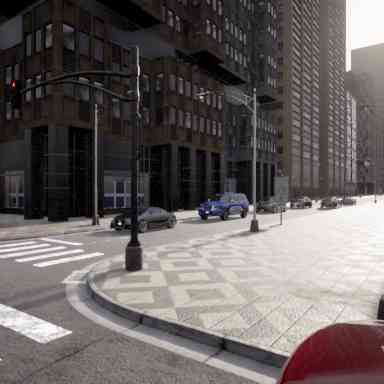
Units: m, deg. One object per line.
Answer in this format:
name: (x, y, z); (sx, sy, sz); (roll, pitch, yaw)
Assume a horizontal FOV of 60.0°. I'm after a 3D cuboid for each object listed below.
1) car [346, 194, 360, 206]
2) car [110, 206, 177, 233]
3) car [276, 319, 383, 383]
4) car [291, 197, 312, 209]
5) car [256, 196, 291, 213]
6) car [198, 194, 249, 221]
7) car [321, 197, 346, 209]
car: (25.010, 1.430, 53.295); (1.994, 1.385, 4.181); (0, 0, 35)
car: (-2.749, 1.525, 19.546); (1.994, 1.385, 4.181); (0, 0, 35)
car: (2.681, 1.315, 1.048); (5.009, 1.841, 2.192); (0, 0, 35)
car: (14.352, 1.386, 43.675); (2.128, 1.511, 4.902); (0, 0, 35)
car: (8.370, 1.270, 35.269); (2.097, 1.767, 4.553); (0, 0, 35)
car: (2.735, 1.161, 27.312); (2.150, 2.045, 5.566); (0, 0, 35)
car: (18.449, 1.385, 44.005); (2.128, 1.511, 4.902); (0, 0, 35)
